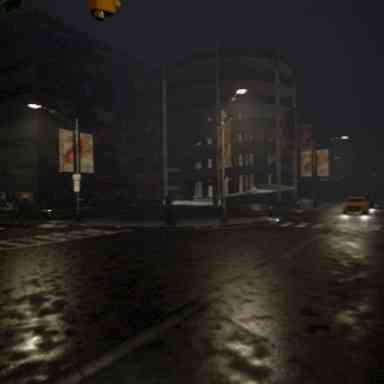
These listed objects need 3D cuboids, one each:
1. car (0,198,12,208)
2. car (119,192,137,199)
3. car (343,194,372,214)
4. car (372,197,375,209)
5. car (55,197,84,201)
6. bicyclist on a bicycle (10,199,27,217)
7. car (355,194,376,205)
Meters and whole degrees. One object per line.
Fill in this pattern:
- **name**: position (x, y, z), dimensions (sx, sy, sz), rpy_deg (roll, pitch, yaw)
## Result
- **car**: position (-30.760, 1.767, 53.634), dimensions (4.786, 1.482, 2.161), rpy_deg (-1, 0, 31)
- **car**: position (-15.404, 1.091, 79.518), dimensions (5.566, 2.045, 2.435), rpy_deg (-1, 0, 31)
- **car**: position (15.282, 1.176, 30.921), dimensions (1.882, 1.535, 5.008), rpy_deg (-1, 0, 32)
- **car**: position (20.262, 1.109, 38.960), dimensions (1.837, 1.490, 4.892), rpy_deg (-1, 0, 32)
- **car**: position (-18.210, 1.488, 50.775), dimensions (4.674, 1.452, 2.002), rpy_deg (-1, 0, 31)
- **bicyclist on a bicycle**: position (-16.355, 1.482, 31.366), dimensions (0.582, 1.620, 1.656), rpy_deg (-1, 0, 32)
- **car**: position (25.152, 1.057, 48.373), dimensions (2.033, 1.411, 5.357), rpy_deg (-1, 0, 21)
